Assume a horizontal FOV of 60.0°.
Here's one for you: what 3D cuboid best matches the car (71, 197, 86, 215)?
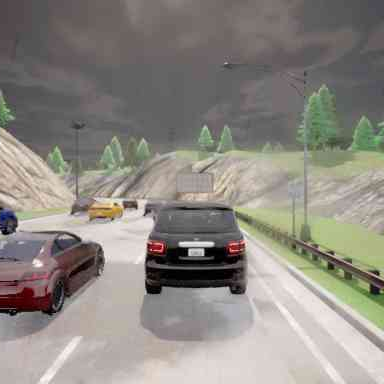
[{"bbox_3d":[-10.735,1.354,34.090,2.097,1.767,4.553,0,0,-3],"label":"car"}]

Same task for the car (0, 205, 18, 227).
[{"bbox_3d":[-10.420,1.221,15.512,2.150,2.045,5.566,0,0,0],"label":"car"}]

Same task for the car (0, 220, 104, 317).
[{"bbox_3d":[-3.409,1.564,7.577,1.994,1.385,4.181,0,0,0],"label":"car"}]

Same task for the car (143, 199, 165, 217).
[{"bbox_3d":[-3.660,1.508,32.985,1.837,1.490,4.892,0,0,-3],"label":"car"}]

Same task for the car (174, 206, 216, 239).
[{"bbox_3d":[0.122,1.560,18.114,1.994,1.385,4.181,0,0,-1],"label":"car"}]

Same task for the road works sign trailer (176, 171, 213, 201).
[{"bbox_3d":[0.188,0.467,21.611,2.380,3.560,2.880,0,0,0],"label":"road works sign trailer"}]

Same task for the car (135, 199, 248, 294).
[{"bbox_3d":[0.088,1.222,8.896,2.150,2.045,5.566,0,0,0],"label":"car"}]

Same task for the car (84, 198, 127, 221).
[{"bbox_3d":[-6.966,1.480,27.305,1.882,1.535,5.008,0,0,-1],"label":"car"}]

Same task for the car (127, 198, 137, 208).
[{"bbox_3d":[-8.037,1.482,43.281,1.882,1.535,5.008,0,0,-7],"label":"car"}]
